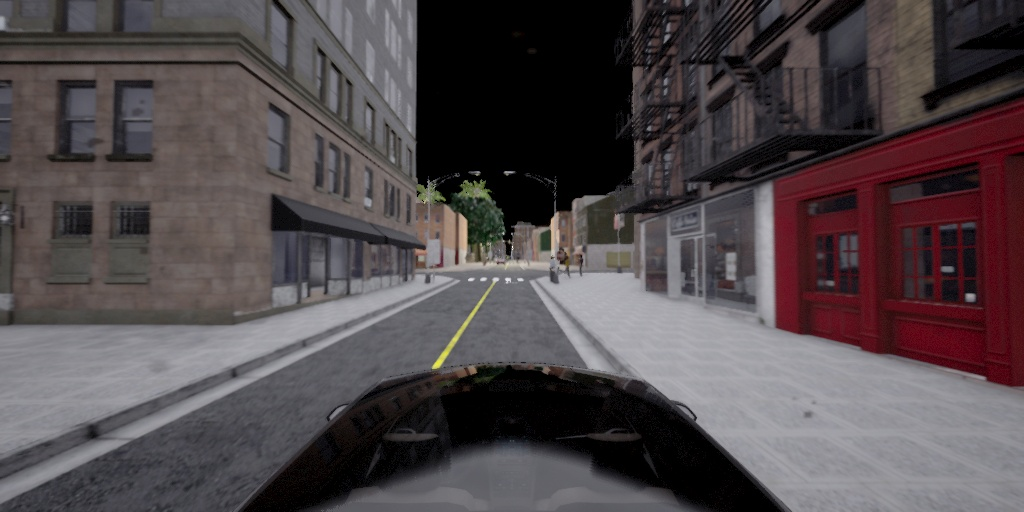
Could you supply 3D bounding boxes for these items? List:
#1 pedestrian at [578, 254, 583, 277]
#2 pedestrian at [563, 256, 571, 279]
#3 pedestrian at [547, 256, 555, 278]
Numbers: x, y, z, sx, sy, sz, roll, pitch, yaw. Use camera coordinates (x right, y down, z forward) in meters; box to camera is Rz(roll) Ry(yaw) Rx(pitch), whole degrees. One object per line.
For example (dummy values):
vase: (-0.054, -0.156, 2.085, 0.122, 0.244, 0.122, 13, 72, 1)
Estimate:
pedestrian: (5.515, 0.743, 28.773, 0.375, 1.860, 0.375, 1, -1, 0)
pedestrian: (4.404, 0.884, 28.169, 0.375, 1.860, 0.375, 1, -1, 0)
pedestrian: (3.328, 0.929, 29.369, 0.375, 1.860, 0.375, 1, -1, 0)
